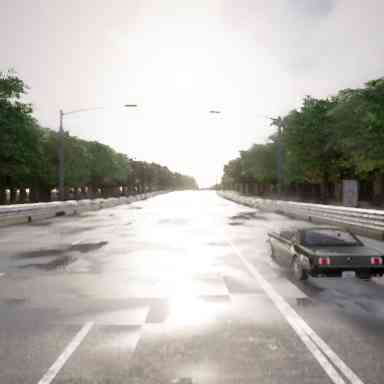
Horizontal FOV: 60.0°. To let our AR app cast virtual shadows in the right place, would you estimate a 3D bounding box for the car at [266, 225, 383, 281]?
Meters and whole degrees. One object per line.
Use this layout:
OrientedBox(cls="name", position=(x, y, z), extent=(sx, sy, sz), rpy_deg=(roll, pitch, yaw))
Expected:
OrientedBox(cls="car", position=(3.583, 1.624, 9.889), extent=(1.895, 1.301, 4.718), rpy_deg=(0, 0, -1))
